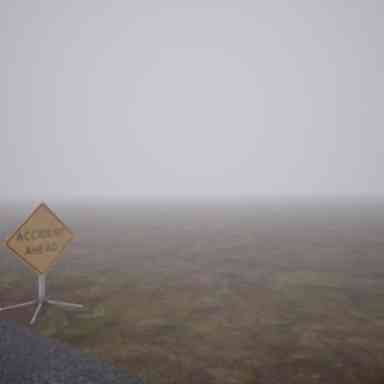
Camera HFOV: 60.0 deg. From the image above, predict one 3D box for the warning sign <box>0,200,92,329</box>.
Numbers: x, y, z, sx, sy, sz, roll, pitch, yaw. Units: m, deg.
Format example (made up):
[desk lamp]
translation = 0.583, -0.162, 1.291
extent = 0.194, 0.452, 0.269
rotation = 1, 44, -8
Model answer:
[warning sign]
translation = -2.610, 1.100, 5.780
extent = 1.060, 1.860, 1.300
rotation = 0, 0, 35
